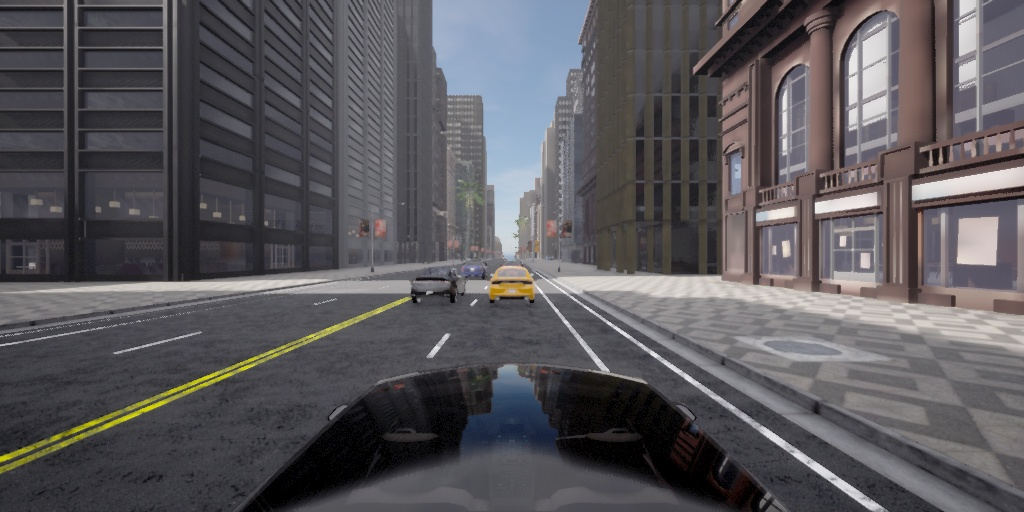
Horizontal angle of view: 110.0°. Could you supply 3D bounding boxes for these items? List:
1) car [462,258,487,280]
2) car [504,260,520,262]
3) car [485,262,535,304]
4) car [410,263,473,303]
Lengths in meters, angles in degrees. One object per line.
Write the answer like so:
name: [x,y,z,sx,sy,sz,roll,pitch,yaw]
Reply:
car: [-3.250,1.116,31.470,2.097,1.767,4.553,0,0,0]
car: [0.000,1.116,31.470,2.097,1.767,4.553,0,0,0]
car: [0.000,1.234,16.500,1.882,1.535,5.008,0,0,0]
car: [-3.250,1.245,16.500,2.128,1.511,4.902,0,0,0]
